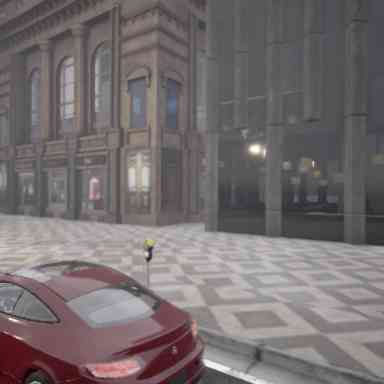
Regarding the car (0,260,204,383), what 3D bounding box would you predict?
[{"bbox_3d":[-1.813,1.563,4.256,4.206,1.307,1.802,0,0,36],"label":"car"}]
